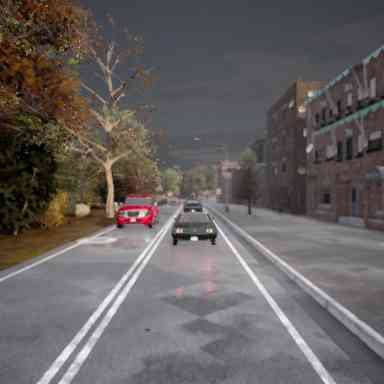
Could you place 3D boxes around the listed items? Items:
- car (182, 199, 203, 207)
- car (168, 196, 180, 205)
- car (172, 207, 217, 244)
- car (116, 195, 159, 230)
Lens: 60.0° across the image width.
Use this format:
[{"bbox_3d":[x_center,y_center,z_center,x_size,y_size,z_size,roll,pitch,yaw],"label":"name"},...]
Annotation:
[{"bbox_3d":[0.085,1.500,33.435,1.837,1.490,4.892,0,0,0],"label":"car"},{"bbox_3d":[-3.377,1.595,62.920,2.097,1.767,4.553,0,-1,0],"label":"car"},{"bbox_3d":[0.101,1.597,15.655,1.895,1.301,4.718,0,0,0],"label":"car"},{"bbox_3d":[-3.352,1.215,21.530,2.150,2.045,5.566,0,0,-1],"label":"car"}]
